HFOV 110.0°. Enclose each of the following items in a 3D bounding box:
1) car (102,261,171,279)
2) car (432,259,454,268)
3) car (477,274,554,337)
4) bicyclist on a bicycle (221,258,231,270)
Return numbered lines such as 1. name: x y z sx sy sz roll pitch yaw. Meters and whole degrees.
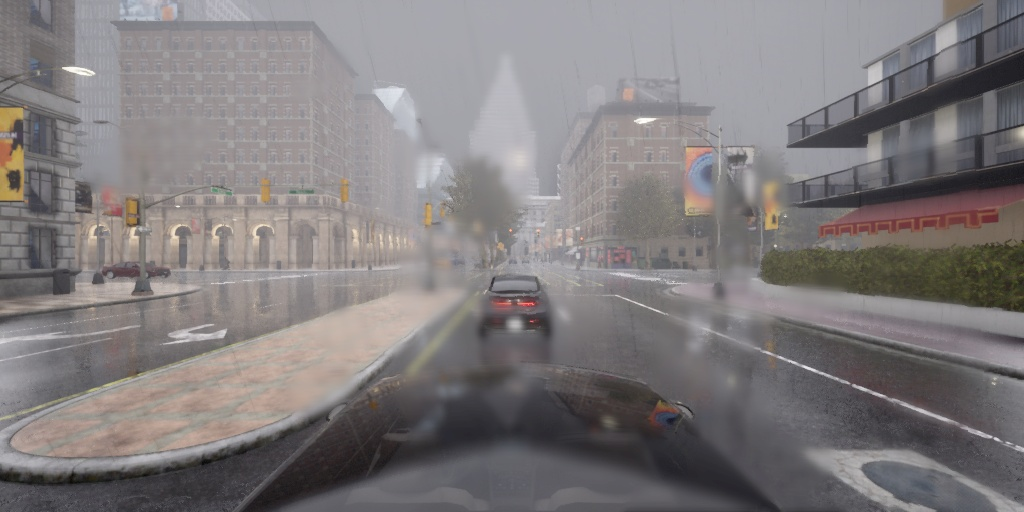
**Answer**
1. car: -33.648 1.228 32.230 5.008 1.535 1.882 0 0 0
2. car: -11.440 1.228 59.601 1.882 1.535 5.008 0 0 0
3. car: 0.097 1.255 10.269 1.837 1.490 4.892 0 0 0
4. bicyclist on a bicycle: -37.195 1.050 46.688 0.582 1.620 1.656 0 0 0
